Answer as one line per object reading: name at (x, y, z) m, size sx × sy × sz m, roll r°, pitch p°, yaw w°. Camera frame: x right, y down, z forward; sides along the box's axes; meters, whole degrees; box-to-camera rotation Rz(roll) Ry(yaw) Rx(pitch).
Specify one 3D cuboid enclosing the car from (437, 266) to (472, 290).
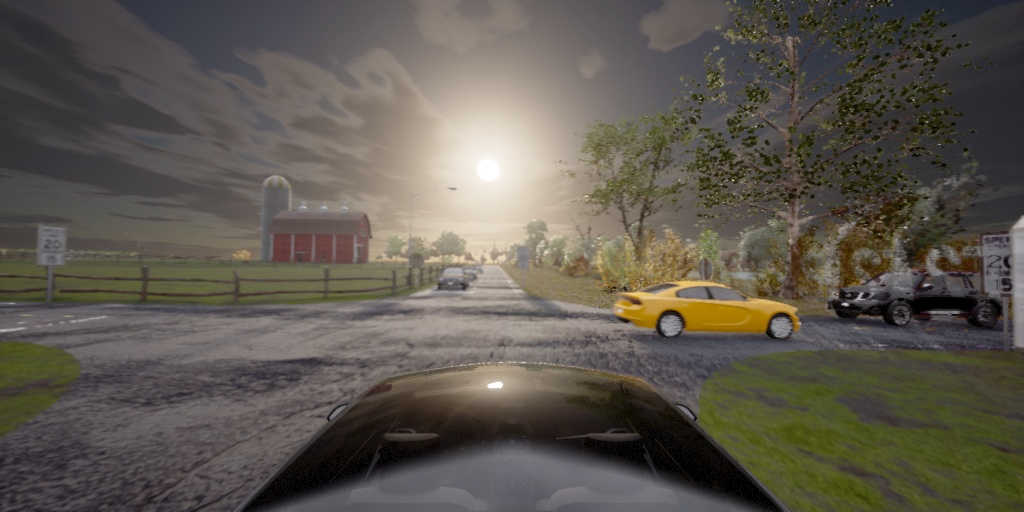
car at (-4.101, 1.537, 25.578) m, size 1.812 × 1.442 × 4.674 m, roll 1°, pitch -1°, yaw -3°

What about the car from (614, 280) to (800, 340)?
car at (5.577, 1.487, 10.467) m, size 5.008 × 1.535 × 1.882 m, roll 2°, pitch -2°, yaw -3°

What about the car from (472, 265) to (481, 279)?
car at (-4.741, 1.781, 38.792) m, size 1.895 × 1.301 × 4.718 m, roll 1°, pitch -1°, yaw -3°

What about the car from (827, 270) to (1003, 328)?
car at (15.512, 1.569, 13.877) m, size 5.566 × 2.045 × 2.150 m, roll 1°, pitch -2°, yaw -3°

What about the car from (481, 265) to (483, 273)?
car at (-5.582, 2.023, 57.233) m, size 1.895 × 1.301 × 4.718 m, roll 1°, pitch -1°, yaw -2°
